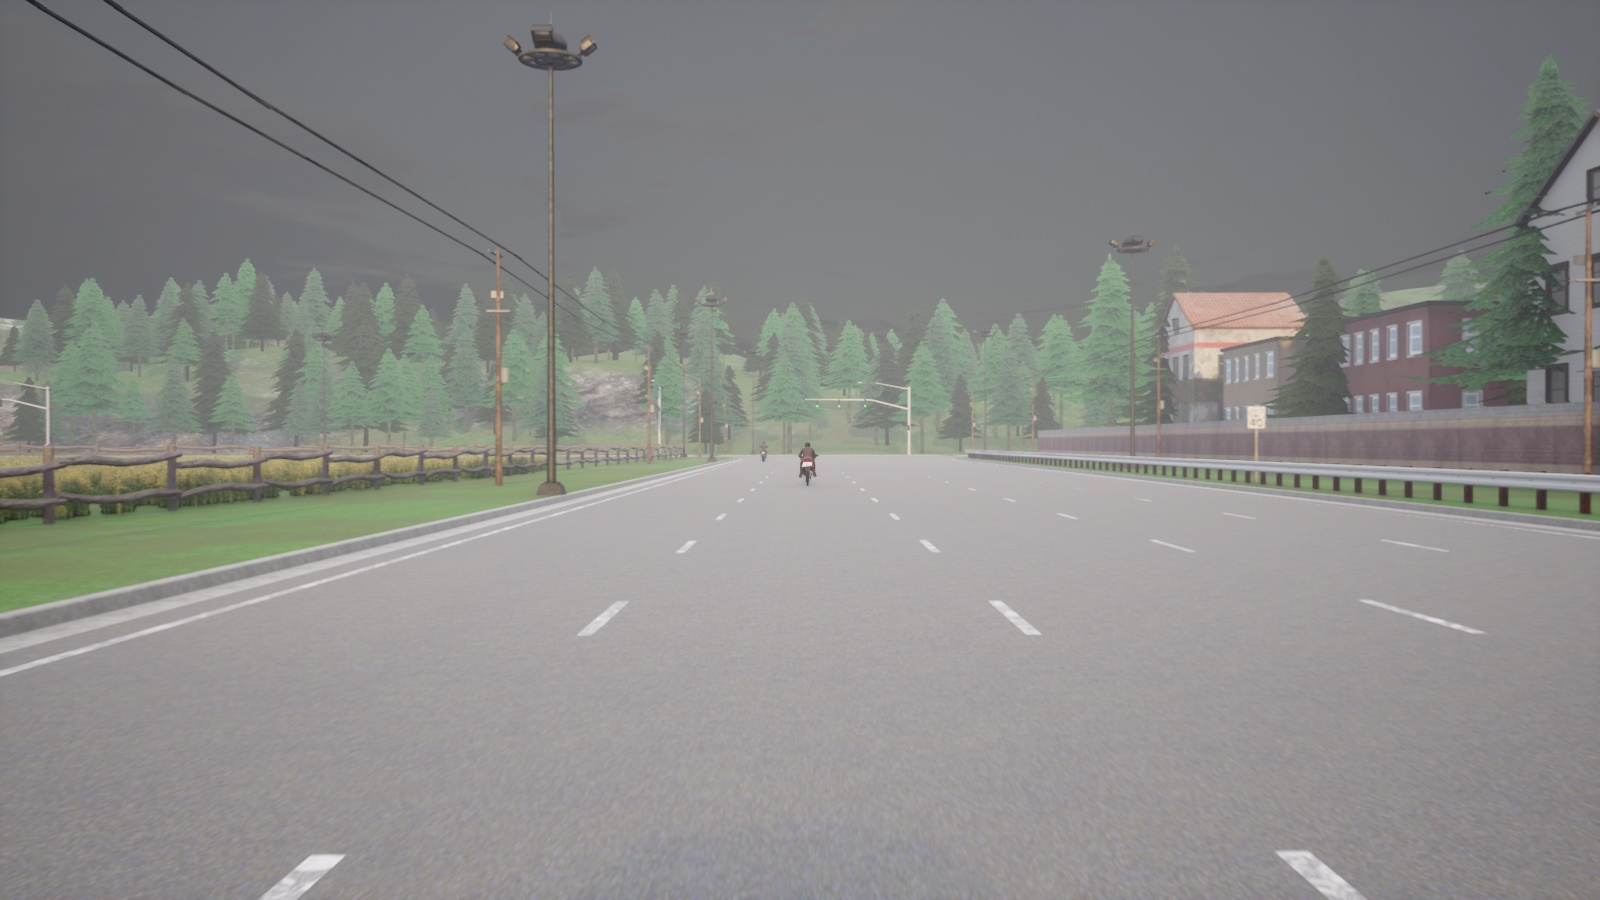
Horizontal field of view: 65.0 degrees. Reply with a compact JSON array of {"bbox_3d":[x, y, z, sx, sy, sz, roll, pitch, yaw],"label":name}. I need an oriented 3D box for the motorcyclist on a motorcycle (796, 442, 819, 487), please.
[{"bbox_3d":[0.263,0.483,43.461,0.797,1.523,2.044,0,0,0],"label":"motorcyclist on a motorcycle"}]
